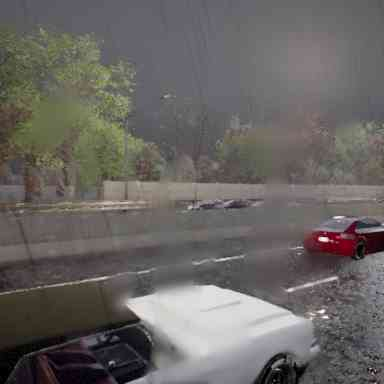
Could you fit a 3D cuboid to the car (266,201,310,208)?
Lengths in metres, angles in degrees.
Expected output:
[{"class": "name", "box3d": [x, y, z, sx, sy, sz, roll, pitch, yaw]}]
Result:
[{"class": "car", "box3d": [8.482, 1.569, 27.248, 4.181, 1.385, 1.994, 0, 0, -35]}]

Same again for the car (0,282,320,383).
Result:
[{"class": "car", "box3d": [-0.907, 1.601, 3.119, 4.718, 1.301, 1.895, 0, 0, -35]}]

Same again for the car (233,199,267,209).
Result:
[{"class": "car", "box3d": [6.666, 1.553, 30.254, 5.357, 1.411, 2.033, 0, 0, -36]}]

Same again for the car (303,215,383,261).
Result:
[{"class": "car", "box3d": [6.070, 1.565, 12.383, 4.181, 1.385, 1.994, 0, 0, -36]}]

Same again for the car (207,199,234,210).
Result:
[{"class": "car", "box3d": [4.285, 1.483, 32.853, 5.008, 1.535, 1.882, 0, 0, -35]}]

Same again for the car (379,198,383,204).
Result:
[{"class": "car", "box3d": [35.067, 1.564, 59.011, 4.902, 1.511, 2.128, 0, 0, -35]}]

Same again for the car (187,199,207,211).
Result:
[{"class": "car", "box3d": [1.728, 1.497, 34.963, 4.902, 1.511, 2.128, 0, 0, -38]}]
